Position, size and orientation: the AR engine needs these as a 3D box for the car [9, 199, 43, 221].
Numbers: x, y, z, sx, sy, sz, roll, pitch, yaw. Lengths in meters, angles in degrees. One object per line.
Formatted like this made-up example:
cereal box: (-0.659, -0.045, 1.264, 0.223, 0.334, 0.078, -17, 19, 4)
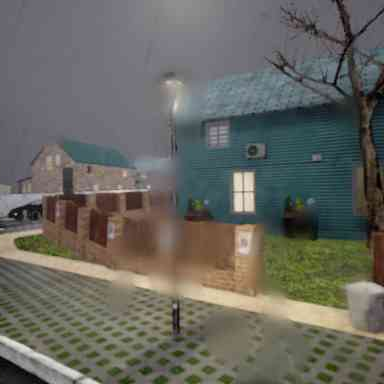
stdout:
car: (-10.486, 1.202, 23.336, 1.994, 1.385, 4.181, -1, 1, 29)
